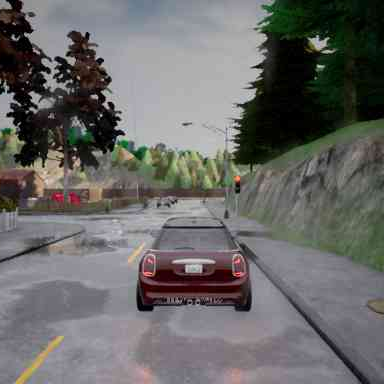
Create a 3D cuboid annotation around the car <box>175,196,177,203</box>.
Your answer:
[{"bbox_3d":[-4.061,1.526,59.098,1.812,1.442,4.674,0,0,0],"label":"car"}]

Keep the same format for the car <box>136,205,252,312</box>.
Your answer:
[{"bbox_3d":[0.055,1.352,7.899,2.097,1.767,4.553,0,0,1],"label":"car"}]

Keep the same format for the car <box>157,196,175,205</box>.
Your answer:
[{"bbox_3d":[-4.086,1.491,49.068,2.128,1.511,4.902,0,0,0],"label":"car"}]
